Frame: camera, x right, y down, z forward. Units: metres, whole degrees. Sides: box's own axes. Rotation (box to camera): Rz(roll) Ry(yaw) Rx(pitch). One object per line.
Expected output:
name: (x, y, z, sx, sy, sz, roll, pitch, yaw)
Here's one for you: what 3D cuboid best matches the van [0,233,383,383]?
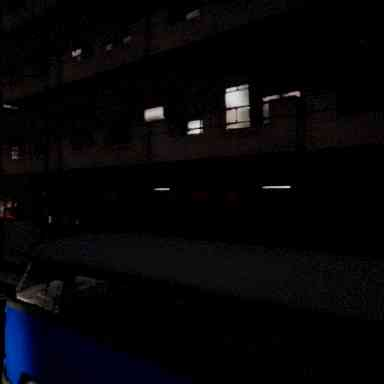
van: (-0.072, 1.349, 2.929, 3.998, 1.788, 1.690, 0, 0, 35)
